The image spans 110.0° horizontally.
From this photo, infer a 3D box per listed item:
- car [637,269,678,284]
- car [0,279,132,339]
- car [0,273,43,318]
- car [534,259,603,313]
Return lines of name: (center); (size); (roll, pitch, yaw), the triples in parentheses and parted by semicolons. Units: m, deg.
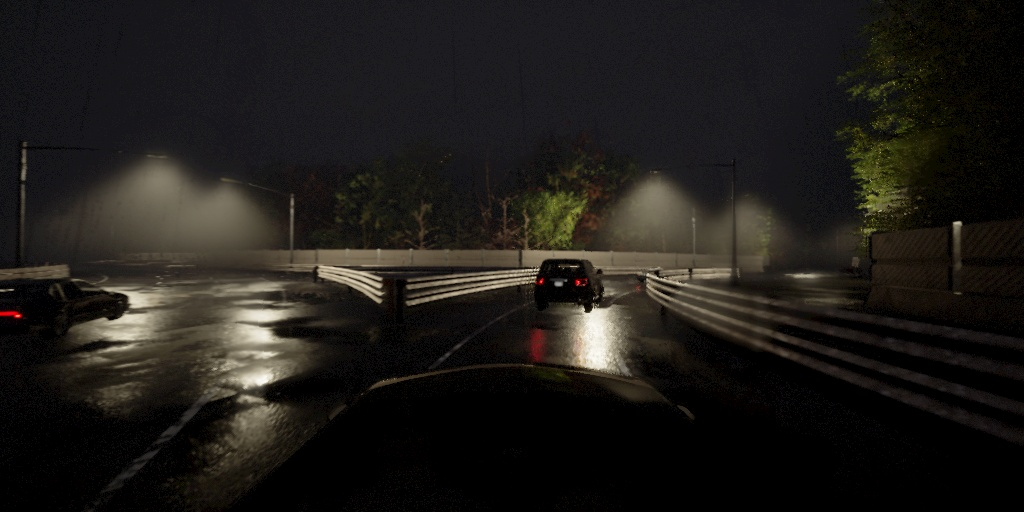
car: (13.184, 1.824, 32.312); (4.718, 1.301, 1.895); (1, -1, -43)
car: (-12.441, 1.308, 9.518); (2.033, 1.411, 5.357); (1, -1, -29)
car: (-17.481, 1.309, 11.166); (1.994, 1.385, 4.181); (1, -1, -30)
car: (2.593, 1.160, 15.529); (2.150, 2.045, 5.566); (0, -1, 20)
